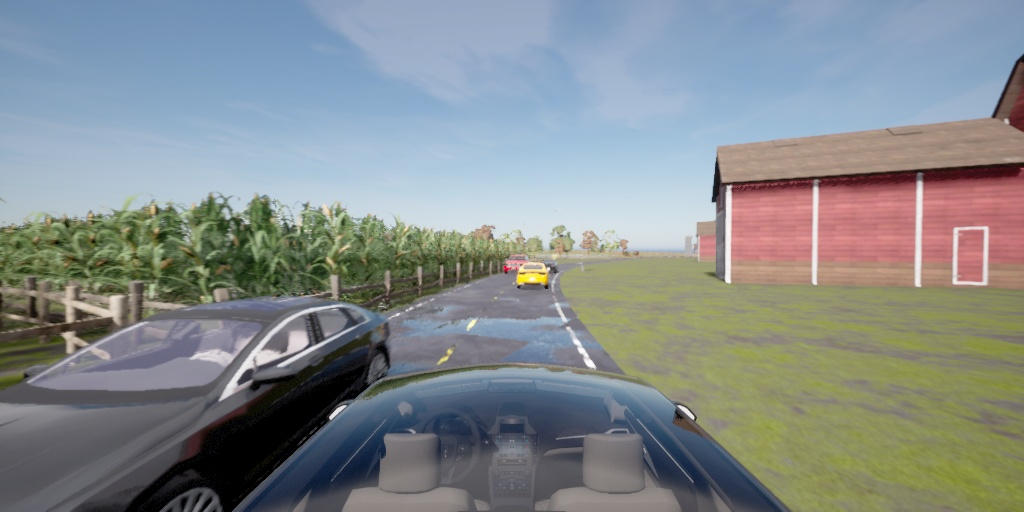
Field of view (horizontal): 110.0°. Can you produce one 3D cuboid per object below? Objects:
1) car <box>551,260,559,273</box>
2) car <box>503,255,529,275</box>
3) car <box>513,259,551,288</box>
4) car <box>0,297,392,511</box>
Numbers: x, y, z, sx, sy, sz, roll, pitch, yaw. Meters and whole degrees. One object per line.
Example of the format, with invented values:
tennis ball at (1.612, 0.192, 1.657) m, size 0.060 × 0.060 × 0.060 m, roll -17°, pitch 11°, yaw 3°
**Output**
car at (4.389, 1.183, 41.785) m, size 1.812 × 1.442 × 4.674 m, roll 0°, pitch 0°, yaw 12°
car at (0.611, 0.873, 37.906) m, size 2.150 × 2.045 × 5.566 m, roll 0°, pitch 0°, yaw 10°
car at (1.444, 1.186, 23.354) m, size 1.882 × 1.535 × 5.008 m, roll 0°, pitch 1°, yaw 6°
car at (-2.737, 1.231, 3.485) m, size 2.128 × 1.511 × 4.902 m, roll 0°, pitch 0°, yaw 1°
